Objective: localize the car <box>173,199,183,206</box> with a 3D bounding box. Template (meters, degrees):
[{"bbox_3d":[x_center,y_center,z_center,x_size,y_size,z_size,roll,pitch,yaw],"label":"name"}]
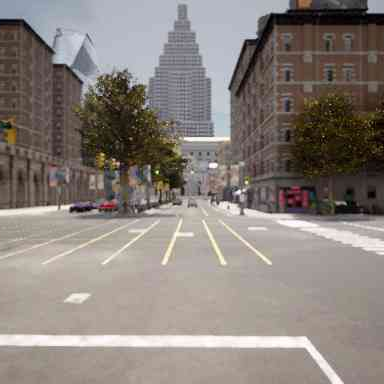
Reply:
[{"bbox_3d":[-3.475,2.437,76.286,2.033,1.411,5.357,0,-1,0],"label":"car"}]

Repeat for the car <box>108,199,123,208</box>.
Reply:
[{"bbox_3d":[-14.979,2.247,65.369,1.882,1.535,5.008,0,-1,0],"label":"car"}]

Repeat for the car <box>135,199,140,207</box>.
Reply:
[{"bbox_3d":[-11.479,2.131,66.175,2.097,1.767,4.553,0,-1,0],"label":"car"}]

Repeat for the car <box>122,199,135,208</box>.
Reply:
[{"bbox_3d":[-11.482,2.166,56.184,1.837,1.490,4.892,0,-1,0],"label":"car"}]

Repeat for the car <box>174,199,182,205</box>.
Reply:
[{"bbox_3d":[-3.472,2.509,85.771,1.837,1.490,4.892,0,-1,0],"label":"car"}]

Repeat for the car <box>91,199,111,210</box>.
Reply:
[{"bbox_3d":[-14.982,2.003,55.272,2.097,1.767,4.553,0,-1,0],"label":"car"}]

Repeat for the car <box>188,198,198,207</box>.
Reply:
[{"bbox_3d":[0.122,2.339,67.297,2.033,1.411,5.357,0,-1,0],"label":"car"}]

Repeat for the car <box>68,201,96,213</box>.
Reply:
[{"bbox_3d":[-15.058,2.133,45.162,1.895,1.301,4.718,0,-1,0],"label":"car"}]

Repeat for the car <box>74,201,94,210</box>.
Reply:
[{"bbox_3d":[-18.231,2.258,56.276,1.895,1.301,4.718,0,-1,0],"label":"car"}]

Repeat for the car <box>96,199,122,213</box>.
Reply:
[{"bbox_3d":[-11.554,2.024,46.388,1.882,1.535,5.008,0,-1,0],"label":"car"}]

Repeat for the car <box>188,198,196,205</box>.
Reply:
[{"bbox_3d":[0.028,2.365,85.855,2.097,1.767,4.553,0,-1,0],"label":"car"}]
